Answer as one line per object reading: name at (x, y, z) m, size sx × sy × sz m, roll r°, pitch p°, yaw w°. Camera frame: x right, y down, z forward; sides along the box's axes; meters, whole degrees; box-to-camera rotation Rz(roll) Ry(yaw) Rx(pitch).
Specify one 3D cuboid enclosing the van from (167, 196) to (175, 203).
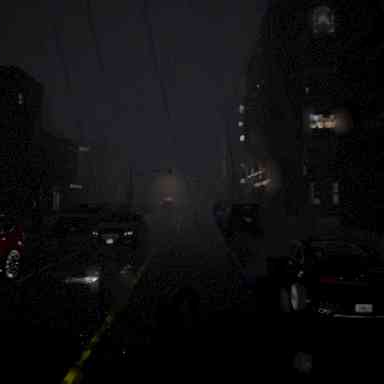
van at (-5.623, 2.002, 89.193) m, size 1.690 × 1.788 × 3.998 m, roll 1°, pitch 0°, yaw 0°

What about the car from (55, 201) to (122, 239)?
car at (-5.661, 1.452, 18.241) m, size 2.192 × 1.841 × 5.009 m, roll 1°, pitch 0°, yaw 0°

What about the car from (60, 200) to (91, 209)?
car at (-19.269, 2.024, 55.128) m, size 4.507 × 1.381 × 1.887 m, roll 0°, pitch -1°, yaw 1°

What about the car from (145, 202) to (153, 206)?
car at (-5.655, 1.849, 39.868) m, size 2.008 × 1.369 × 4.403 m, roll 1°, pitch 0°, yaw 0°

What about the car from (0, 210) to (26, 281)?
car at (-5.667, 1.372, 7.427) m, size 2.192 × 1.841 × 5.009 m, roll 1°, pitch 0°, yaw 0°

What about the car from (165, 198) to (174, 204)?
car at (-5.631, 2.164, 83.504) m, size 1.887 × 1.381 × 4.507 m, roll 1°, pitch 0°, yaw 0°

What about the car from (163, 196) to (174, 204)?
car at (-5.710, 2.122, 77.822) m, size 1.887 × 1.381 × 4.507 m, roll 1°, pitch 0°, yaw 0°

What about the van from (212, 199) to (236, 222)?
van at (2.724, 1.559, 29.043) m, size 1.690 × 1.788 × 3.998 m, roll 1°, pitch 0°, yaw 0°

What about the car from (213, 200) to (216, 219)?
car at (2.719, 1.618, 23.635) m, size 1.967 × 1.590 × 4.097 m, roll 1°, pitch 0°, yaw 0°

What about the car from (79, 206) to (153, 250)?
car at (-3.091, 1.604, 14.961) m, size 2.128 × 1.511 × 4.902 m, roll 0°, pitch 0°, yaw 0°

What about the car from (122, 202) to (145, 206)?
car at (-5.658, 1.658, 29.055) m, size 1.967 × 1.590 × 4.097 m, roll 1°, pitch 0°, yaw 0°

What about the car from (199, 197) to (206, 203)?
car at (2.755, 2.101, 89.248) m, size 1.967 × 1.590 × 4.097 m, roll 1°, pitch 0°, yaw 0°

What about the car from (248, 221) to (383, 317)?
car at (2.709, 1.608, 7.414) m, size 2.008 × 1.369 × 4.403 m, roll 1°, pitch 0°, yaw 0°

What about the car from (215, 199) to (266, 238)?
car at (2.718, 1.452, 18.229) m, size 2.192 × 1.841 × 5.009 m, roll 1°, pitch 0°, yaw 0°
